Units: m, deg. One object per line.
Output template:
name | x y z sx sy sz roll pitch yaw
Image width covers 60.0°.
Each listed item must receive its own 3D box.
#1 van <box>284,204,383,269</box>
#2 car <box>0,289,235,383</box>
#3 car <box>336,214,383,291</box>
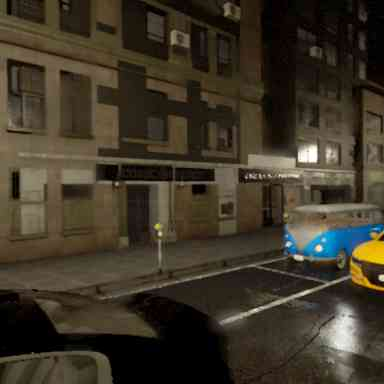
van | 4.572 1.282 10.544 3.998 1.788 1.690 0 0 -40
car | -1.924 1.482 1.825 5.008 1.535 1.882 0 0 -40
car | 5.729 1.421 8.156 5.008 1.535 1.882 0 0 -40
